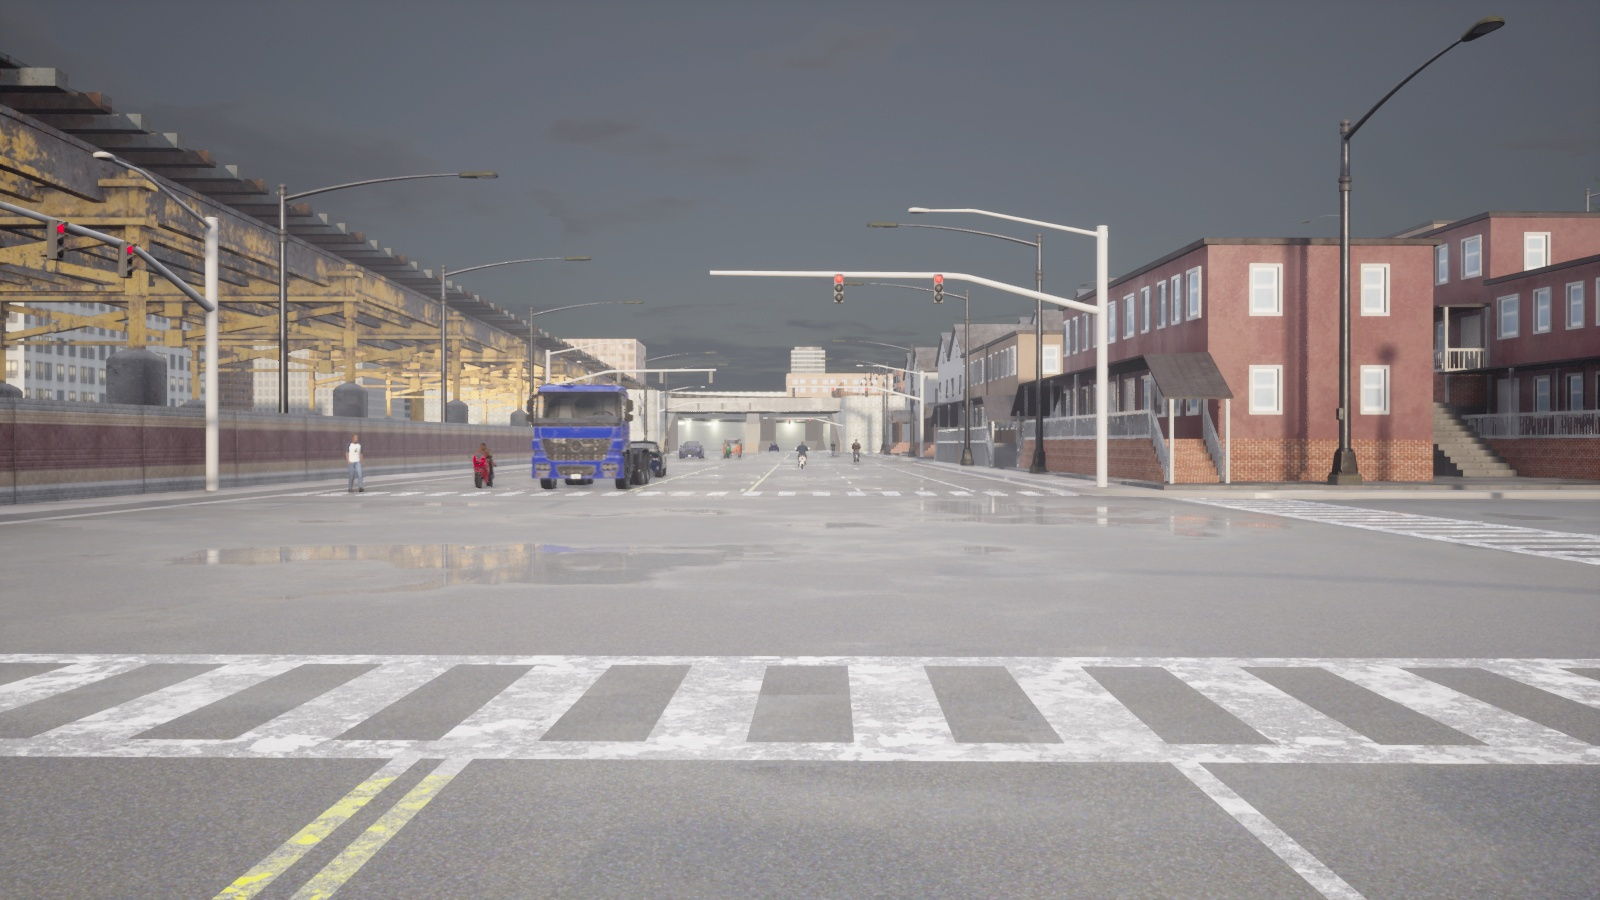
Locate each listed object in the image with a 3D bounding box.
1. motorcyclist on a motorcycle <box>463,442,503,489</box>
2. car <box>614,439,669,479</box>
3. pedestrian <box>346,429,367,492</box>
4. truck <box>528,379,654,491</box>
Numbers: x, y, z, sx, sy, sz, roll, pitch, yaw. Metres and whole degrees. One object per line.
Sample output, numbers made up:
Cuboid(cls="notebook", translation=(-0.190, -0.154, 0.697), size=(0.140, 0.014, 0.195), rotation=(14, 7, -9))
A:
Cuboid(cls="motorcyclist on a motorcycle", translation=(-10.417, 0.487, 41.278), size=(0.797, 1.523, 2.044), rotation=(0, 0, 0))
Cuboid(cls="car", translation=(-6.932, 0.359, 55.333), size=(2.033, 1.649, 4.856), rotation=(0, 0, -3))
Cuboid(cls="pedestrian", translation=(-13.107, 0.312, 37.088), size=(0.354, 1.836, 0.706), rotation=(0, 0, -39))
Cuboid(cls="truck", translation=(-6.890, -0.482, 42.684), size=(2.891, 3.462, 7.936), rotation=(0, 0, 1))
